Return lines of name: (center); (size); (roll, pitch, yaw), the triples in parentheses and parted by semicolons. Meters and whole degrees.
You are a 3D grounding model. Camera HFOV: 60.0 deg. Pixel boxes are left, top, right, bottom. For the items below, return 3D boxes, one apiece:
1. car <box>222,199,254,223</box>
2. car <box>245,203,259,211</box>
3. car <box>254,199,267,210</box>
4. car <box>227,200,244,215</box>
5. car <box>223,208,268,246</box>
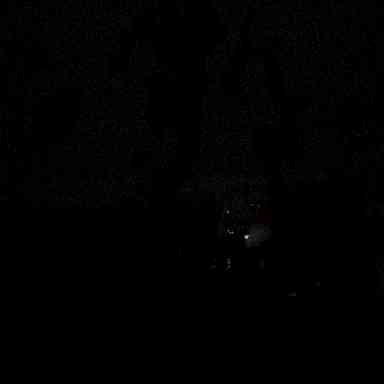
car: (4.096, 1.668, 30.093); (2.150, 2.045, 5.566); (0, -1, 6)
car: (9.704, 2.422, 54.350); (1.895, 1.301, 4.718); (0, -1, 6)
car: (8.542, 1.875, 43.701); (2.150, 2.045, 5.566); (0, -1, 7)
car: (5.668, 2.012, 43.945); (2.097, 1.767, 4.553); (0, -1, 7)
car: (2.628, 1.746, 16.706); (1.837, 1.490, 4.892); (0, -1, 6)
